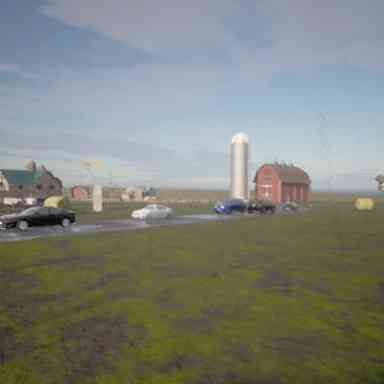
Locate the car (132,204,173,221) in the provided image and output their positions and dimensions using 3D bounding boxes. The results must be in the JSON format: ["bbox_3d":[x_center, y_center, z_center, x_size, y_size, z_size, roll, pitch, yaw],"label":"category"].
[{"bbox_3d":[-3.764,1.953,32.384,1.812,1.442,4.674,1,-1,36],"label":"car"}]

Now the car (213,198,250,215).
[{"bbox_3d":[5.041,1.877,44.245,2.150,2.045,5.566,1,-1,37],"label":"car"}]

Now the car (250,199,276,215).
[{"bbox_3d":[9.579,1.960,45.444,2.150,2.045,5.566,1,-1,36],"label":"car"}]

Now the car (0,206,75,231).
[{"bbox_3d":[-10.582,1.738,23.121,1.882,1.535,5.008,1,0,35],"label":"car"}]

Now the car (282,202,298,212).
[{"bbox_3d":[16.442,2.434,55.483,1.837,1.490,4.892,1,-1,28],"label":"car"}]
